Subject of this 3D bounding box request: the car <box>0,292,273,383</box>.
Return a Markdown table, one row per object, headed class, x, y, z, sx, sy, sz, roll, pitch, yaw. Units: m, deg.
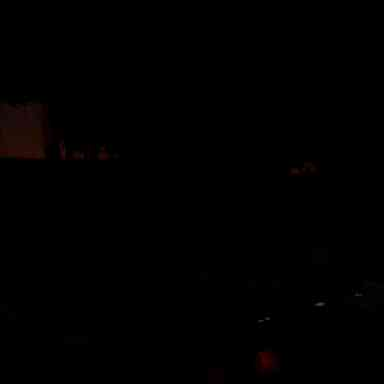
| class | x | y | z | sx | sy | sz | roll | pitch | yaw |
| --- | --- | --- | --- | --- | --- | --- | --- | --- | --- |
| car | -1.333 | 1.543 | 2.255 | 4.181 | 1.385 | 1.994 | 0 | 0 | -35 |
